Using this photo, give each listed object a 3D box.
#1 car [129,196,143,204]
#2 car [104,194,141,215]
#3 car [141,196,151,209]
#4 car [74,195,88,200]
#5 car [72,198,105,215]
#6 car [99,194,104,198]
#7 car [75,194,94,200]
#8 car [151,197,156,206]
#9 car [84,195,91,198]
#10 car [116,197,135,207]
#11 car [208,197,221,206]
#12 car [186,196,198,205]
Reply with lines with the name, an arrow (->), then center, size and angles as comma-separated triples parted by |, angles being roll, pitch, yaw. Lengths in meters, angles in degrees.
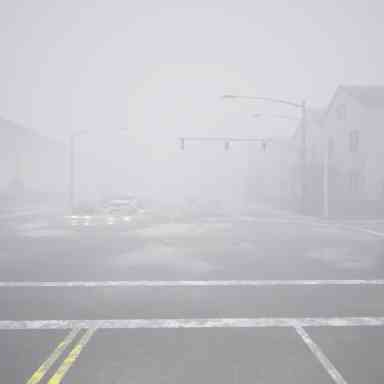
car -> -10.523, 1.526, 63.202 | 1.812, 1.442, 4.674 | 0, 0, 1
car -> -7.089, 1.221, 34.646 | 2.150, 2.045, 5.566 | 0, 0, 0
car -> -7.084, 1.505, 44.199 | 1.837, 1.490, 4.892 | 0, 0, 0
car -> -28.182, 1.295, 84.378 | 1.853, 1.218, 4.536 | 0, 0, -36
car -> -10.589, 1.564, 33.615 | 1.994, 1.385, 4.181 | 0, 0, 0
car -> -10.585, 1.221, 42.875 | 2.150, 2.045, 5.566 | 0, 0, 0
car -> -28.939, 1.453, 89.704 | 2.038, 1.542, 4.974 | 0, 0, 29
car -> -7.070, 1.478, 54.587 | 1.882, 1.535, 5.008 | 0, 0, 0
car -> -28.151, 1.453, 84.337 | 2.038, 1.542, 4.974 | 0, 0, -36
car -> -10.578, 1.547, 53.120 | 2.033, 1.411, 5.357 | 0, 0, 0
car -> 3.618, 1.526, 53.841 | 1.812, 1.442, 4.674 | 0, 0, 0
car -> 0.020, 1.492, 58.605 | 2.128, 1.511, 4.902 | 0, 0, 0
